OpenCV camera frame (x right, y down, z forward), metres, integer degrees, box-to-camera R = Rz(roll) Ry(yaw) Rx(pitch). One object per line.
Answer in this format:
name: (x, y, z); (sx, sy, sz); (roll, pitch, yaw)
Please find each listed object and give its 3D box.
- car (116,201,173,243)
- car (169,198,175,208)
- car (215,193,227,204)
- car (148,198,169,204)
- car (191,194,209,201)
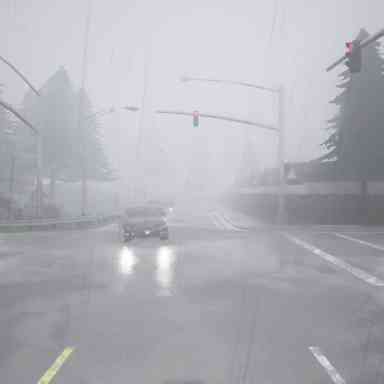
car: (-2.452, 1.379, 15.597); (1.837, 1.490, 4.892); (-1, 0, -16)
car: (-3.502, 1.561, 47.501); (1.994, 1.385, 4.181); (0, 0, 2)
car: (6.889, 1.206, 60.906); (5.566, 2.045, 2.150); (0, 0, -22)
car: (-3.609, 1.505, 32.260); (1.837, 1.490, 4.892); (0, 0, 0)
car: (1.373, 1.099, 61.812); (4.892, 1.490, 1.837); (0, 0, -37)
